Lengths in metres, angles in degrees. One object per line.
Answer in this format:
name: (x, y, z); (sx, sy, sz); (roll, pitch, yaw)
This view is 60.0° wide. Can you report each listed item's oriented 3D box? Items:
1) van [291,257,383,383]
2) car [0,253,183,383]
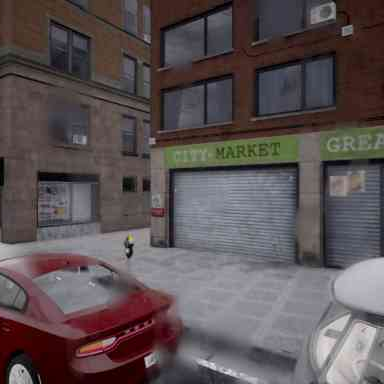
van: (2.398, 1.341, 1.367); (3.998, 1.788, 1.690); (0, 0, 35)
car: (-2.211, 1.544, 4.653); (4.507, 1.381, 1.887); (0, 0, 35)
